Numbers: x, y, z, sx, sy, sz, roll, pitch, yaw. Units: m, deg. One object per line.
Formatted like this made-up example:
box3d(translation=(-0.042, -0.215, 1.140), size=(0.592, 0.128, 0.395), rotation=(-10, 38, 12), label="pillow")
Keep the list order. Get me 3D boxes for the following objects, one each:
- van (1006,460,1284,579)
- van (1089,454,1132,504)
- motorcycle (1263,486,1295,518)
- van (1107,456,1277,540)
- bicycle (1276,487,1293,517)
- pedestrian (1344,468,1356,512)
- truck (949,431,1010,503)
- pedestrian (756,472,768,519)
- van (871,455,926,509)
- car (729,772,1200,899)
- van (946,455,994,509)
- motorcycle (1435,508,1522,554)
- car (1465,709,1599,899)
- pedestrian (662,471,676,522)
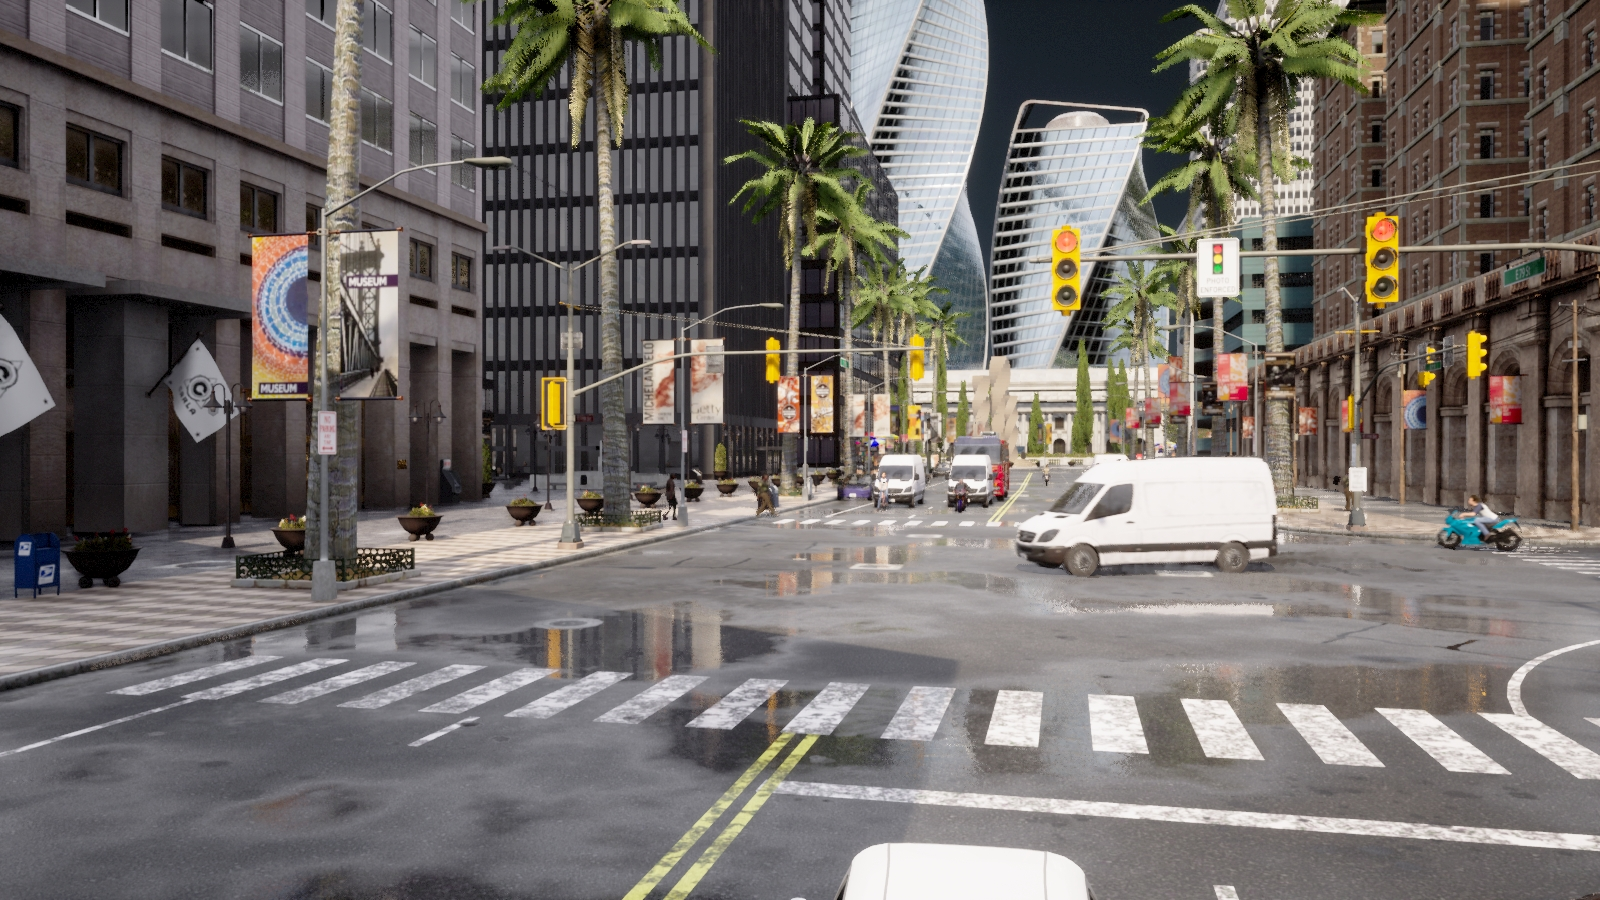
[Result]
box3d(translation=(7.933, 1.534, 26.448), size=(5.915, 2.561, 1.988), rotation=(0, 0, -11), label="van")
box3d(translation=(16.939, 1.534, 62.570), size=(1.988, 2.561, 5.915), rotation=(0, 0, 13), label="van")
box3d(translation=(20.463, 2.205, 48.863), size=(0.867, 1.251, 2.209), rotation=(0, 0, 13), label="motorcycle")
box3d(translation=(13.255, 1.534, 39.121), size=(1.988, 2.561, 5.915), rotation=(-1, 0, -23), label="van")
box3d(translation=(20.524, 2.206, 48.420), size=(0.373, 1.196, 1.643), rotation=(0, 0, 13), label="bicycle")
box3d(translation=(23.446, 1.697, 48.693), size=(0.375, 1.860, 0.375), rotation=(0, 0, 6), label="pedestrian")
box3d(translation=(10.323, 0.890, 65.040), size=(2.891, 3.827, 8.468), rotation=(0, 0, 13), label="truck")
box3d(translation=(-1.553, 1.845, 46.249), size=(0.375, 1.860, 0.375), rotation=(0, 0, 20), label="pedestrian")
box3d(translation=(5.034, 1.534, 57.494), size=(1.988, 2.561, 5.915), rotation=(0, 0, 13), label="van")
box3d(translation=(0.558, 2.120, 3.851), size=(1.481, 1.376, 2.207), rotation=(0, 0, 9), label="car")
box3d(translation=(8.600, 1.534, 57.397), size=(1.988, 2.561, 5.915), rotation=(0, 0, 13), label="van")
box3d(translation=(18.703, 2.213, 31.500), size=(2.033, 1.145, 0.803), rotation=(0, -1, 32), label="motorcycle")
box3d(translation=(3.753, 1.992, 2.523), size=(2.152, 1.651, 5.027), rotation=(0, 0, 7), label="car")
box3d(translation=(-4.809, 1.697, 41.945), size=(0.375, 1.860, 0.375), rotation=(0, 0, -36), label="pedestrian")
